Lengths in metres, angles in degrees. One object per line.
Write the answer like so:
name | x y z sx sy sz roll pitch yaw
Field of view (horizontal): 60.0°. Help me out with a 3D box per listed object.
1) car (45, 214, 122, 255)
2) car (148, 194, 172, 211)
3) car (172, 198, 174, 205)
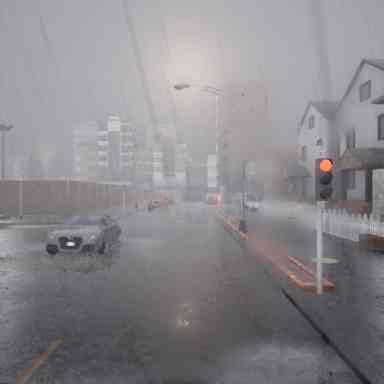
car | -4.094 1.564 13.202 1.994 1.385 4.181 0 0 0
car | -4.082 1.221 41.246 2.150 2.045 5.566 0 0 0
car | -4.034 1.601 56.500 1.895 1.301 4.718 0 0 1
